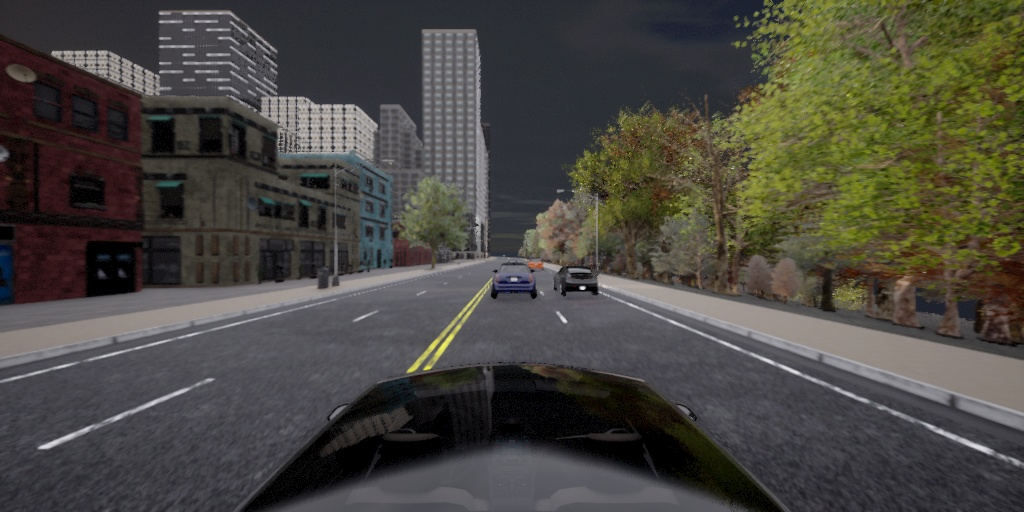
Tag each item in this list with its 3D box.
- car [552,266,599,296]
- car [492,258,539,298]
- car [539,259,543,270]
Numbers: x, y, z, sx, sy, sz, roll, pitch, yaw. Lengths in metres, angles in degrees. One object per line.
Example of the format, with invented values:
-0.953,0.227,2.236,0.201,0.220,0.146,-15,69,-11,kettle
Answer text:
3.344,1.260,19.424,1.837,1.490,4.892,0,0,0,car
0.096,1.107,18.728,2.097,1.767,4.553,0,0,0,car
3.334,1.115,51.910,2.097,1.767,4.553,0,0,0,car
